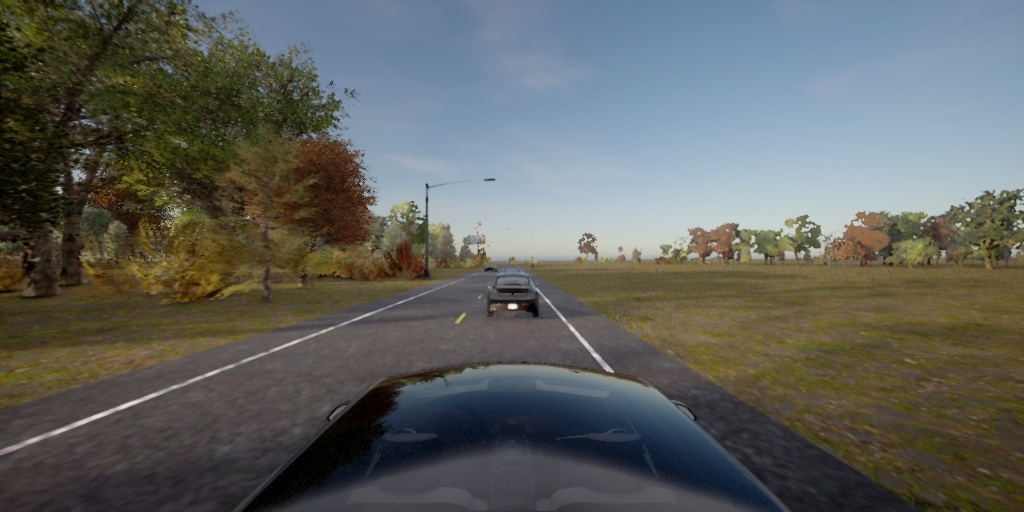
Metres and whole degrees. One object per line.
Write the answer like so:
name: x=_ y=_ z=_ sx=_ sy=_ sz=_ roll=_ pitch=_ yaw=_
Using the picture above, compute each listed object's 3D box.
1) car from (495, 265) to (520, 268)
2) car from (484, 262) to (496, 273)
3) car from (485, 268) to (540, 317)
car: x=0.035 y=1.596 z=29.097 sx=2.128 sy=1.511 sz=4.902 roll=0 pitch=-1 yaw=0
car: x=-3.571 y=1.862 z=60.442 sx=2.097 sy=1.767 sz=4.553 roll=0 pitch=-1 yaw=1
car: x=0.042 y=1.417 z=14.117 sx=1.837 sy=1.490 sz=4.892 roll=0 pitch=0 yaw=0
